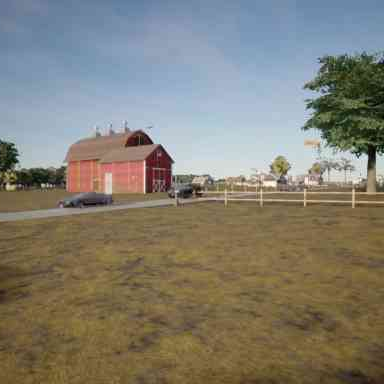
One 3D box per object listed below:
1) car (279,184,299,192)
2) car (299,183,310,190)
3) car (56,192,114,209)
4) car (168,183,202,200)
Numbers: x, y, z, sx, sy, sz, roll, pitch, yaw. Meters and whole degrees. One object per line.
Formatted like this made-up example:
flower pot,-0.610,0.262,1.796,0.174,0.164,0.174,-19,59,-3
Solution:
car,18.927,-0.825,66.119,2.033,1.411,5.357,0,2,35
car,24.957,-1.182,74.773,1.837,1.490,4.892,0,2,35
car,-9.739,0.738,30.869,2.033,1.411,5.357,0,2,35
car,-0.813,-0.147,43.409,2.150,2.045,5.566,0,2,35
